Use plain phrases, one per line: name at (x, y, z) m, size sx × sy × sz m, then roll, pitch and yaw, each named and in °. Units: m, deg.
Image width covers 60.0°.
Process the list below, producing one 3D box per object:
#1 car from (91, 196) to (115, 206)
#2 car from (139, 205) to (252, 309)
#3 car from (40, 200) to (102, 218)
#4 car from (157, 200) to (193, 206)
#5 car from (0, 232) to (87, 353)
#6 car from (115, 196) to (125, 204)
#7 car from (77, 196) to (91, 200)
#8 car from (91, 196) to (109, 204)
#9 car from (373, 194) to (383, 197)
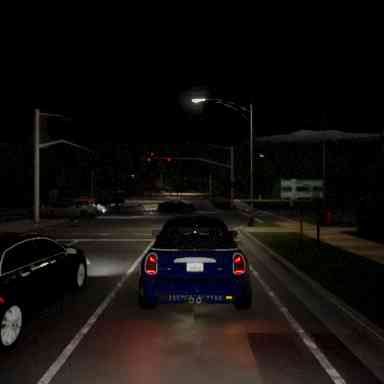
car at (-14.495, 1.597, 54.443) m, size 1.895 × 1.301 × 4.718 m, roll 0°, pitch 0°, yaw 1°
car at (0.067, 1.351, 8.026) m, size 2.097 × 1.767 × 4.553 m, roll 0°, pitch 0°, yaw 0°
car at (-10.875, 1.599, 29.776) m, size 4.718 × 1.301 × 1.895 m, roll 0°, pitch 0°, yaw 0°
car at (-1.751, 1.561, 36.707) m, size 4.181 × 1.385 × 1.994 m, roll 0°, pitch 0°, yaw 0°
car at (-3.443, 1.504, 6.120) m, size 1.837 × 1.490 × 4.892 m, roll 0°, pitch 0°, yaw 0°
car at (-14.336, 1.543, 64.091) m, size 2.033 × 1.411 × 5.357 m, roll 0°, pitch 0°, yaw 1°
car at (-17.964, 1.474, 55.655) m, size 1.882 × 1.535 × 5.008 m, roll 0°, pitch 0°, yaw 1°
car at (-17.813, 1.487, 64.844) m, size 2.128 × 1.511 × 4.902 m, roll 0°, pitch 0°, yaw 1°
car at (18.795, 1.222, 29.541) m, size 5.566 × 2.045 × 2.150 m, roll 0°, pitch 0°, yaw 1°
